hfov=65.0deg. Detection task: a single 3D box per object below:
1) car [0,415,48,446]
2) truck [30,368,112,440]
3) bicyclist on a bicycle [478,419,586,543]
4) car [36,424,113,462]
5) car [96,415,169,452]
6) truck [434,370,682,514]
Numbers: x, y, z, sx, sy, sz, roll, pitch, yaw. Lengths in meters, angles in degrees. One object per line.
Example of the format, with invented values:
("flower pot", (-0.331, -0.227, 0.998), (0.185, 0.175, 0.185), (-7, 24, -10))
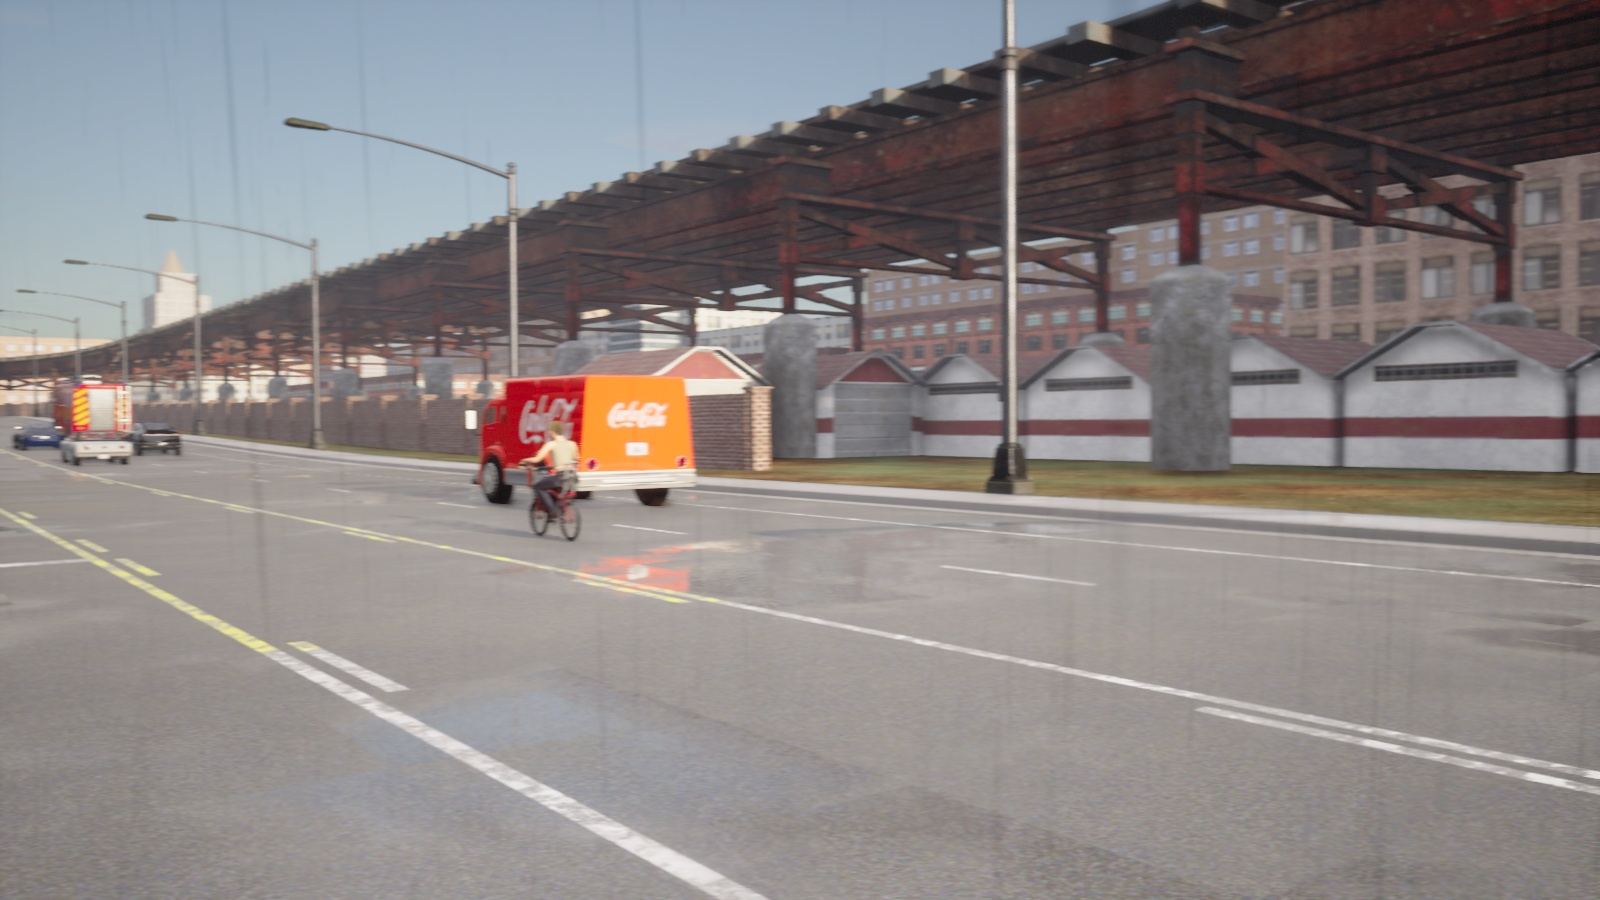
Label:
("car", (-38.523, -0.989, 61.879), (1.994, 1.385, 4.181), (-1, 3, -38))
("truck", (-41.589, -2.640, 71.477), (2.891, 3.827, 8.468), (-1, 3, -38))
("bicyclist on a bicycle", (-3.675, 0.385, 17.173), (0.866, 1.612, 1.509), (-1, 2, -38))
("car", (-27.970, -0.304, 48.350), (1.895, 1.301, 4.718), (-1, 2, -38))
("car", (-30.477, -0.797, 57.253), (2.128, 1.511, 4.902), (-1, 3, -38))
("truck", (-4.813, -0.194, 24.326), (2.627, 2.467, 5.204), (-1, 2, -38))
